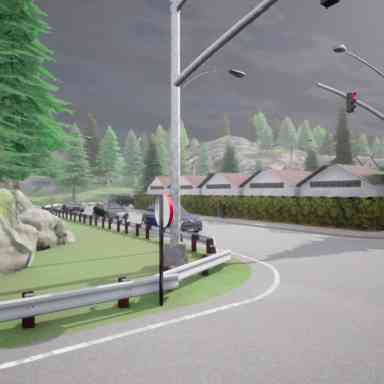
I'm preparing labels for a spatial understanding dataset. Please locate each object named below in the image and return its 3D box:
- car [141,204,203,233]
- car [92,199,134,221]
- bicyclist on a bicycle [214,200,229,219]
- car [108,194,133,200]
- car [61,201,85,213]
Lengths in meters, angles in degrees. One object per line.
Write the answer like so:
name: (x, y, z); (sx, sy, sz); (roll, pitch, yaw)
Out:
car: (-1.317, 1.544, 20.497); (2.097, 1.767, 4.553); (0, 0, -35)
car: (-7.092, 1.683, 28.759); (2.128, 1.511, 4.902); (0, 0, -35)
bicyclist on a bicycle: (2.507, 1.494, 28.077); (1.656, 1.620, 0.582); (0, 0, -35)
car: (-10.971, 1.398, 53.185); (2.150, 2.045, 5.566); (0, 0, 33)
car: (-14.033, 1.753, 39.072); (1.994, 1.385, 4.181); (0, 0, -32)
